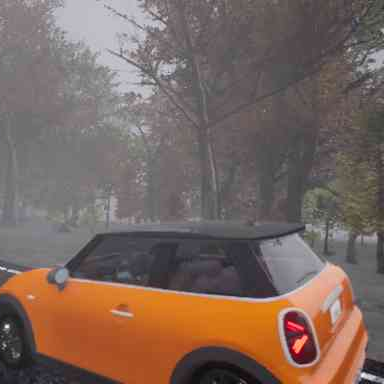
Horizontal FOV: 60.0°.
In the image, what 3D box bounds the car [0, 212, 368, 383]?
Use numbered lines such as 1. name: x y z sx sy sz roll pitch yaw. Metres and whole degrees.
1. car: -0.500 1.160 4.085 4.553 1.767 2.097 -4 -2 35
